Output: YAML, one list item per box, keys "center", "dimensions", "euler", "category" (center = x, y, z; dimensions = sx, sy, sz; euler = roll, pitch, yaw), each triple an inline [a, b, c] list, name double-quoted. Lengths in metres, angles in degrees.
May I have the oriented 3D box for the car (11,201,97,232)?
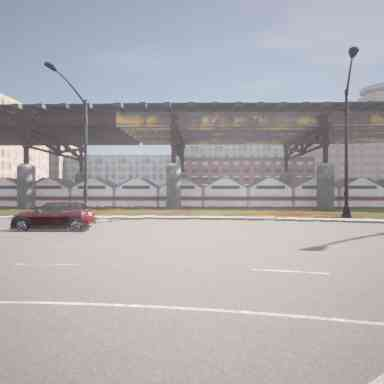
- center: [-8.022, 1.351, 19.415]
  dimensions: [4.553, 1.767, 2.097]
  euler: [0, 0, 2]
  category: "car"
